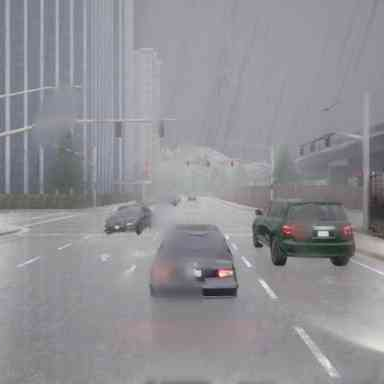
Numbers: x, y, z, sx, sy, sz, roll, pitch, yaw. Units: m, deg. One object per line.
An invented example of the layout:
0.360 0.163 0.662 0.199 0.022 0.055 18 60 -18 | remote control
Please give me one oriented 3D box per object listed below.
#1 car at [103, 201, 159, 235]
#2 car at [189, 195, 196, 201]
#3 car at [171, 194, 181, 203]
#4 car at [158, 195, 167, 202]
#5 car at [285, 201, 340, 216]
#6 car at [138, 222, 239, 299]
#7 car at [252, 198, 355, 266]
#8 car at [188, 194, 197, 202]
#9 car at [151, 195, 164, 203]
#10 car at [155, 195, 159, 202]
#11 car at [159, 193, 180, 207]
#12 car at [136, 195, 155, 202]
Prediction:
-3.430 1.511 18.806 1.837 1.490 4.892 -2 0 7 | car
0.045 1.498 88.905 1.837 1.490 4.892 0 0 0 | car
-3.464 1.353 72.558 2.097 1.767 4.553 0 0 0 | car
-6.961 1.514 78.269 1.812 1.442 4.674 0 0 0 | car
11.642 1.578 32.233 4.674 1.442 1.812 0 0 0 | car
0.059 1.547 8.642 2.033 1.411 5.357 0 0 1 | car
3.577 1.221 11.674 2.150 2.045 5.566 0 0 1 | car
0.039 1.353 78.660 2.097 1.767 4.553 0 0 0 | car
-6.979 1.490 68.031 2.128 1.511 4.902 0 0 0 | car
-7.050 1.350 58.094 2.097 1.767 4.553 0 0 0 | car
-3.561 1.220 52.829 2.150 2.045 5.566 0 0 0 | car
-7.067 1.503 48.902 1.837 1.490 4.892 0 0 0 | car
